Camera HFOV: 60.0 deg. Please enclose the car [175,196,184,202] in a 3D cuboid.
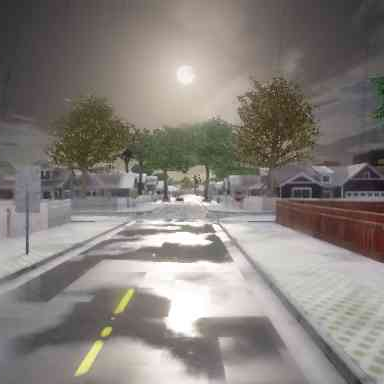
[{"bbox_3d":[-2.750,1.653,75.305,1.895,1.301,4.718,0,0,0],"label":"car"}]
